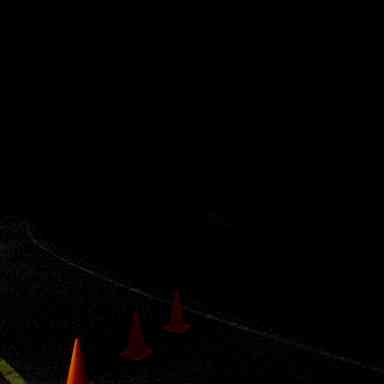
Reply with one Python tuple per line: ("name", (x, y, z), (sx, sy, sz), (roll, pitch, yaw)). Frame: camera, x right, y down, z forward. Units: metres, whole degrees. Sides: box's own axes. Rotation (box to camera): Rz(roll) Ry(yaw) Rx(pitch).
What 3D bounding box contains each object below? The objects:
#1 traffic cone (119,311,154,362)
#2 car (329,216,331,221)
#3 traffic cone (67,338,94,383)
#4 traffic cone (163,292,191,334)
("traffic cone", (-0.764, 1.938, 4.590), (0.340, 0.580, 0.340), (1, 1, 31))
("car", (35.611, 6.632, 82.737), (1.851, 1.617, 3.988), (-4, -3, 4))
("traffic cone", (-1.284, 1.945, 3.740), (0.340, 0.580, 0.340), (1, 1, 31))
("traffic cone", (-0.245, 1.931, 5.441), (0.340, 0.580, 0.340), (1, 1, 31))
